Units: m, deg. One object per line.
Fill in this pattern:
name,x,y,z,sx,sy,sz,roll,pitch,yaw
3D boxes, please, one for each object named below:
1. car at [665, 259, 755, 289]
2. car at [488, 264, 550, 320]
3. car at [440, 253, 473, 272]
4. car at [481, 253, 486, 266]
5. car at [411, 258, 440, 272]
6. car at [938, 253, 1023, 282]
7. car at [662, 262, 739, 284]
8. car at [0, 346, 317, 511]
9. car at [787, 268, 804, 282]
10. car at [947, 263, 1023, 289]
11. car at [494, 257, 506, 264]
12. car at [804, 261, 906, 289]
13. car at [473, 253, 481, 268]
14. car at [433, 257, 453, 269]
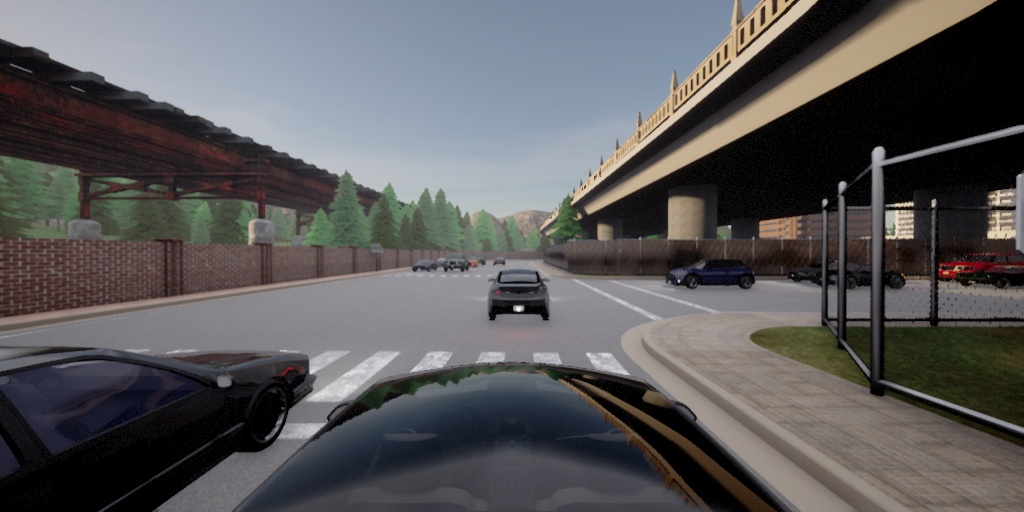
car,11.522,0.967,21.082,4.553,1.767,2.097,0,0,1
car,0.232,1.181,12.303,1.837,1.490,4.892,0,0,1
car,-6.211,0.700,40.586,2.150,2.045,5.566,0,0,1
car,-5.712,0.559,60.882,2.150,2.045,5.566,0,0,2
car,-9.712,1.027,40.483,2.033,1.411,5.357,0,0,1
car,32.264,0.814,24.342,5.566,2.045,2.150,0,0,1
car,12.822,1.155,24.570,4.181,1.385,1.994,0,0,1
car,-3.396,1.295,2.063,2.033,1.411,5.357,0,0,0
car,21.585,1.096,24.467,4.892,1.490,1.837,0,0,1
car,29.003,1.217,20.884,4.718,1.301,1.895,0,0,1
car,-2.082,0.854,62.112,1.812,1.442,4.674,0,0,1
car,20.162,1.180,20.981,4.181,1.385,1.994,0,0,1
car,-6.003,0.764,50.233,2.097,1.767,4.553,0,0,2
car,-9.513,0.942,49.650,1.812,1.442,4.674,0,0,1
